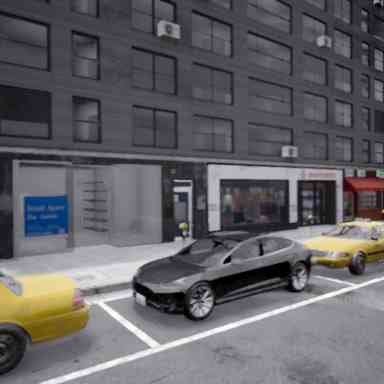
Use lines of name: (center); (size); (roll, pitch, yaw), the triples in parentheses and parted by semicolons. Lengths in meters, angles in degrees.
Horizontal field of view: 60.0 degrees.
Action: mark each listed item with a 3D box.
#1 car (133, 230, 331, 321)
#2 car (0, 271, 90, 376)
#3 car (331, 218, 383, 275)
car: (0.851, 1.563, 7.269); (4.313, 1.339, 1.947); (0, -1, -36)
car: (-3.768, 1.526, 3.973); (4.829, 1.417, 1.752); (0, -1, -36)
car: (5.194, 1.519, 10.370); (4.829, 1.417, 1.752); (0, -1, -36)
